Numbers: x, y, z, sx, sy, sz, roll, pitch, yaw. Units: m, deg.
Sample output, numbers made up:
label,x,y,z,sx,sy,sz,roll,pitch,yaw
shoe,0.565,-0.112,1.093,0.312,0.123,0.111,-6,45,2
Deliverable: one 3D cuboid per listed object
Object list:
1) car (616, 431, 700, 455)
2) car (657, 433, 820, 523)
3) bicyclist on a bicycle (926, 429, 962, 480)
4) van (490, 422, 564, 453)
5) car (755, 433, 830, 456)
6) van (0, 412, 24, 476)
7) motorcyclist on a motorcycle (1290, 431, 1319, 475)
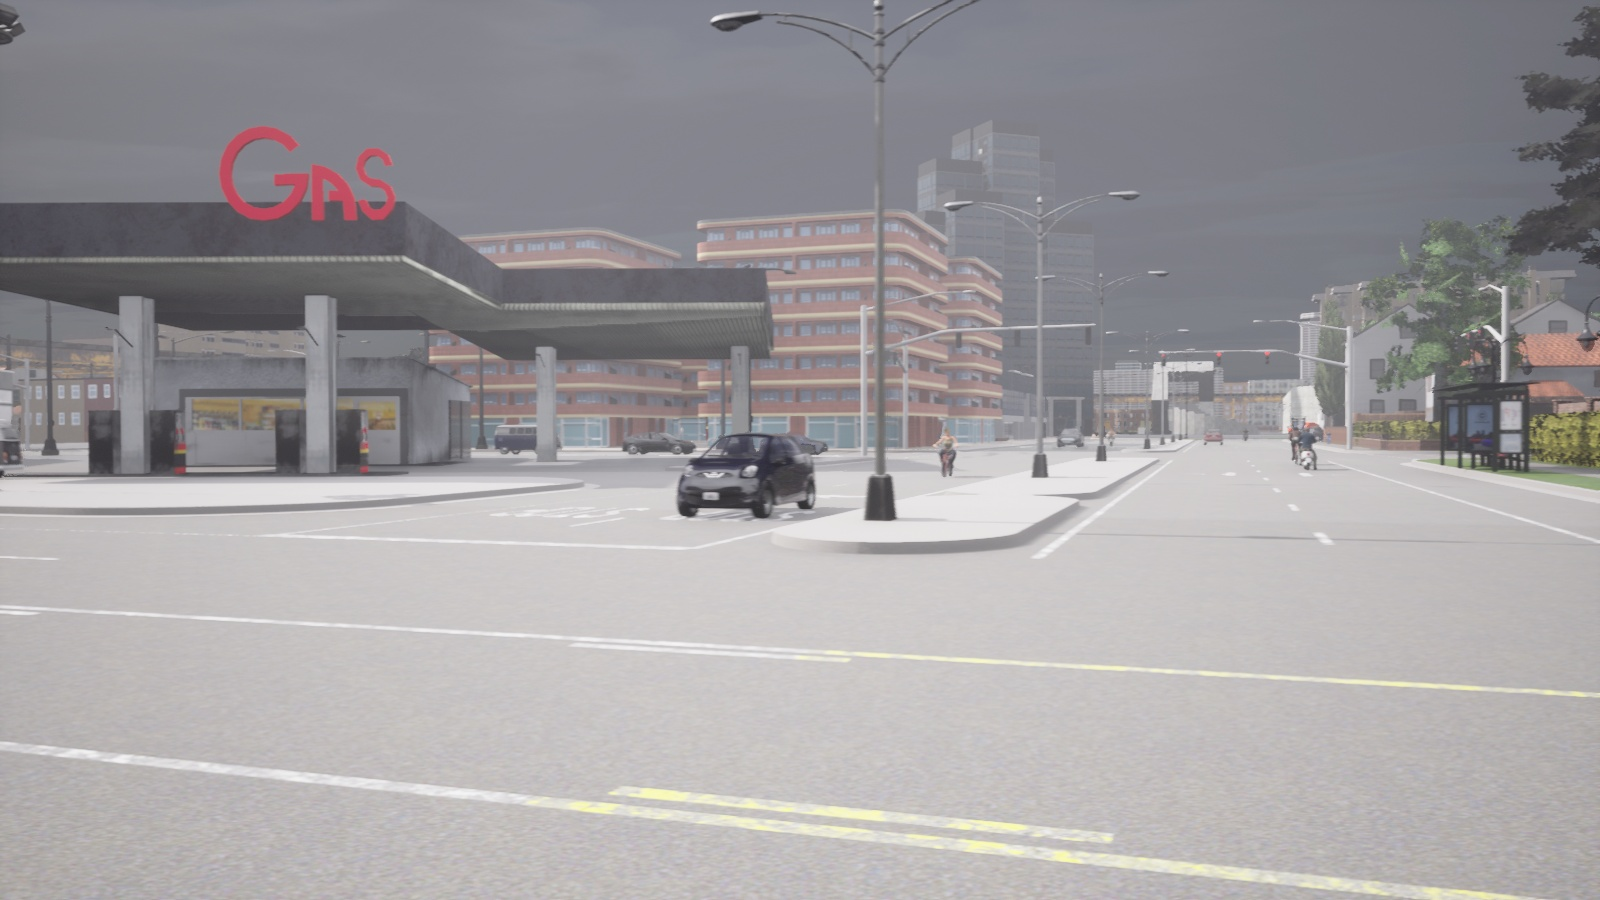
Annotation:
label,x,y,z,sx,sy,sz,roll,pitch,yaw
car,-8.987,-0.480,79.468,4.792,1.488,2.163,1,1,17
car,-1.057,0.459,23.467,1.845,1.501,3.633,1,1,18
bicyclist on a bicycle,4.669,0.129,40.713,0.866,1.612,1.509,1,1,18
van,-17.877,-0.805,82.259,4.442,1.987,1.775,1,1,17
car,-0.430,-0.340,76.740,4.181,1.385,1.994,0,1,16
van,-27.750,-0.199,40.256,4.480,2.038,2.069,0,1,-13
motorcyclist on a motorcycle,18.895,0.098,47.033,0.866,1.590,1.817,1,1,18
